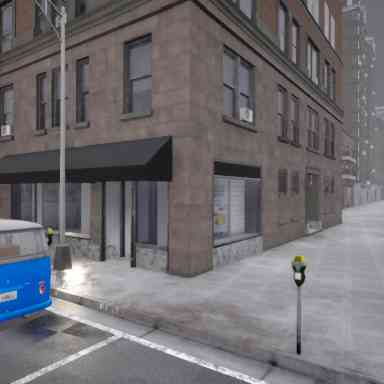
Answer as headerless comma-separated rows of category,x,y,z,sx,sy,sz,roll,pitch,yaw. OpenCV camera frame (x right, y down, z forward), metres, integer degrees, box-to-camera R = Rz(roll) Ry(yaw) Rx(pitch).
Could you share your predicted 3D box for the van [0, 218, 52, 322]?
van,-4.288,1.340,6.080,3.998,1.788,1.690,0,0,35
